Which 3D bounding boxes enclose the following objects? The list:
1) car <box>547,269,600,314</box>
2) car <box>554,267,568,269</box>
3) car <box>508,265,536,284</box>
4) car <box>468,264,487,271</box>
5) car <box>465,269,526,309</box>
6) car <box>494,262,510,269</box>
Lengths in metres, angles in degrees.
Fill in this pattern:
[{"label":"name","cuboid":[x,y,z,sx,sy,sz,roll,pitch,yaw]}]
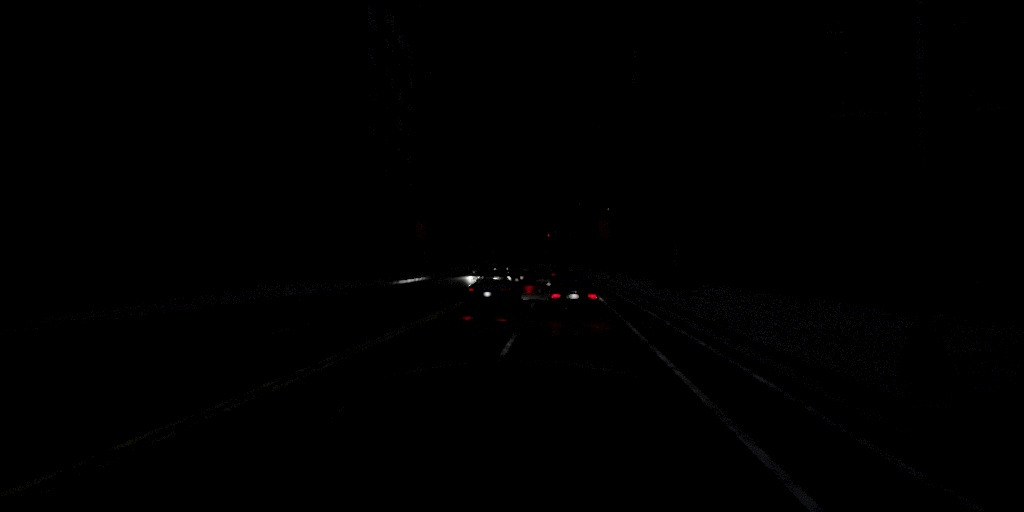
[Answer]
[{"label":"car","cuboid":[2.399,1.432,14.503,2.033,1.411,5.357,0,-1,7]},{"label":"car","cuboid":[4.195,1.627,30.468,1.994,1.385,4.181,0,-1,6]},{"label":"car","cuboid":[1.010,1.595,31.225,1.812,1.442,4.674,0,0,6]},{"label":"car","cuboid":[-4.331,1.719,45.257,2.128,1.511,4.902,0,-1,5]},{"label":"car","cuboid":[-0.700,1.462,15.857,1.994,1.385,4.181,0,-1,7]},{"label":"car","cuboid":[-1.083,1.578,45.121,2.097,1.767,4.553,0,-1,5]}]
